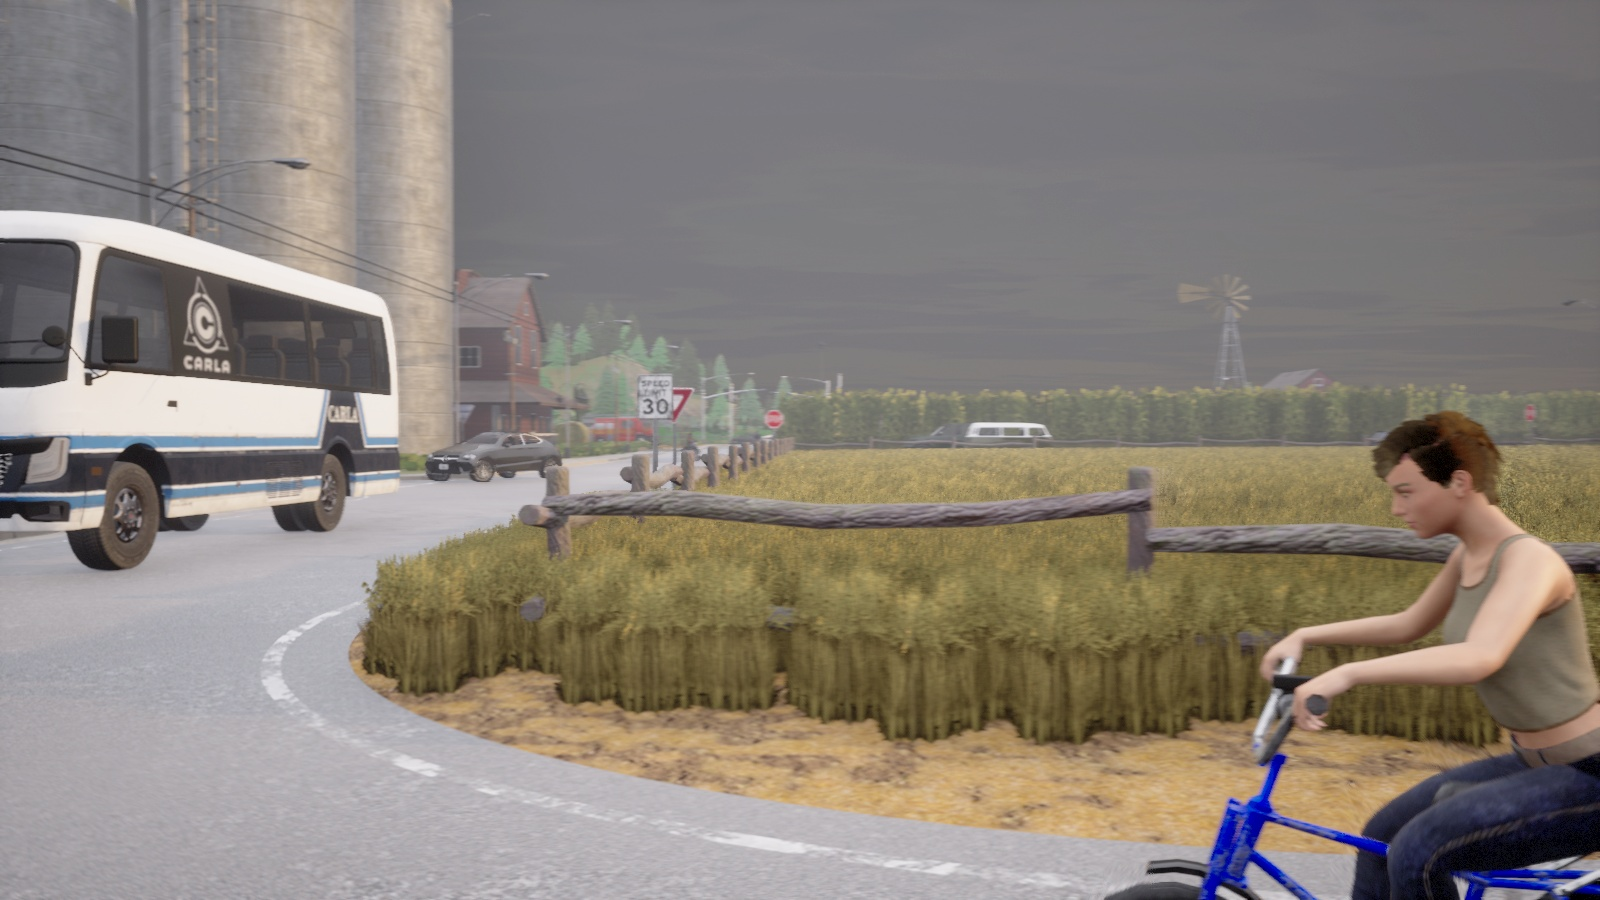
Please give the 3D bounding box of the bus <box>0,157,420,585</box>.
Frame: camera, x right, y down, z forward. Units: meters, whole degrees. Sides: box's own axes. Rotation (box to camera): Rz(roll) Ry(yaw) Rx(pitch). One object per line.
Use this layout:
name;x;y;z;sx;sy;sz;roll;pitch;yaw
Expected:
bus;-9.115;-0.834;17.691;3.944;4.253;10.273;0;1;3

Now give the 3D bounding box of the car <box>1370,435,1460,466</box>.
car;30.944;0.024;63.295;3.633;1.501;1.845;0;1;2

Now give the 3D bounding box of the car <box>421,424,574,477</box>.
car;-10.058;-0.022;42.122;2.152;1.651;5.027;1;1;29

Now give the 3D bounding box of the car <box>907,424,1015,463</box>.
car;8.572;-0.349;67.240;5.566;2.045;2.150;0;1;2

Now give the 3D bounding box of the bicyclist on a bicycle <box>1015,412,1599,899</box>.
bicyclist on a bicycle;1.262;0.731;2.792;1.509;1.612;0.866;0;1;12

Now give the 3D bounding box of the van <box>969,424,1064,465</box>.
van;11.006;-0.289;64.042;4.480;2.038;2.069;0;1;2

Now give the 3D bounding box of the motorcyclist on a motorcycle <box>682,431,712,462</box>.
motorcyclist on a motorcycle;-5.595;-0.190;68.040;0.766;1.649;2.350;1;0;-25
